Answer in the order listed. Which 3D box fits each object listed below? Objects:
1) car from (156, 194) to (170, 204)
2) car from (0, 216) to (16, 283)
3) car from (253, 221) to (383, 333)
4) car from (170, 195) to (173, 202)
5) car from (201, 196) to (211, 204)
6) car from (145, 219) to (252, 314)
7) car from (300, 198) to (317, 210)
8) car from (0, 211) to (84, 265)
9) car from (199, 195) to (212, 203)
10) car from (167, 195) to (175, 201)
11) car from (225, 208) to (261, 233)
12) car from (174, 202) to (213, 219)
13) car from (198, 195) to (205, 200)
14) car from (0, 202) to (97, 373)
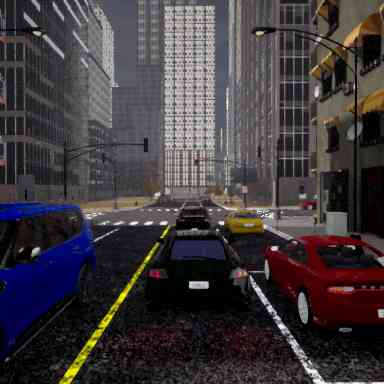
[{"bbox_3d":[-5.639,1.542,61.412,1.887,1.381,4.507,-1,0,0],"label":"car"},{"bbox_3d":[-5.693,1.439,6.852,1.967,1.590,4.097,-1,0,0],"label":"car"},{"bbox_3d":[2.689,1.544,6.830,1.887,1.381,4.507,-1,0,0],"label":"car"},{"bbox_3d":[-5.635,1.313,66.972,2.192,1.841,5.009,-1,0,0],"label":"car"},{"bbox_3d":[2.747,1.523,67.132,1.752,1.417,4.829,-1,0,0],"label":"car"},{"bbox_3d":[0.111,1.563,7.714,1.994,1.385,4.181,0,0,0],"label":"car"},{"bbox_3d":[14.287,1.256,36.990,4.507,1.381,1.887,-1,1,0],"label":"car"},{"bbox_3d":[-5.687,1.543,12.376,1.887,1.381,4.507,-1,0,0],"label":"car"},{"bbox_3d":[2.740,1.438,61.403,1.967,1.590,4.097,-1,0,0],"label":"car"},{"bbox_3d":[-5.612,1.544,89.209,1.887,1.381,4.507,-1,0,0],"label":"car"},{"bbox_3d":[2.699,1.523,18.047,1.752,1.417,4.829,-1,0,0],"label":"car"},{"bbox_3d":[0.094,1.503,17.698,1.837,1.490,4.892,0,0,-1],"label":"car"},{"bbox_3d":[2.774,1.582,94.760,1.802,1.307,4.206,-1,0,0],"label":"car"},{"bbox_3d":[-3.089,1.221,4.888,2.150,2.045,5.566,0,0,0],"label":"car"}]
